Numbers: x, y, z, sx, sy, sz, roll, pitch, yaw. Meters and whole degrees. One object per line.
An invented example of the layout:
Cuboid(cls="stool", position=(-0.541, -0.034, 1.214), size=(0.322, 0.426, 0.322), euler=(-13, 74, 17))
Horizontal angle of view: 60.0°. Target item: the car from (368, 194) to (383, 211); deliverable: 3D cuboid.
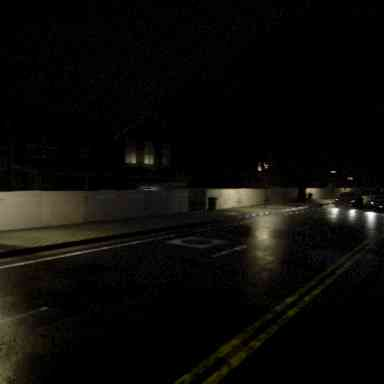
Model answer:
Cuboid(cls="car", position=(16.961, 0.914, 29.283), size=(1.812, 1.442, 4.674), euler=(3, 2, 37))

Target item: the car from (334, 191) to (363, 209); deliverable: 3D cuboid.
Cuboid(cls="car", position=(15.497, 0.722, 32.750), size=(1.882, 1.535, 5.008), euler=(3, 2, 37))
